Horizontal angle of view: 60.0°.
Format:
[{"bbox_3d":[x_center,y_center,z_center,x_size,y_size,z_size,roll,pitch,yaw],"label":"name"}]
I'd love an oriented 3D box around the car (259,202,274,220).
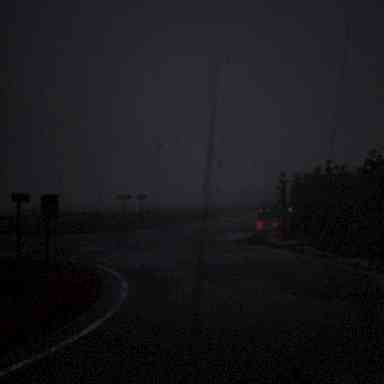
[{"bbox_3d":[8.055,1.764,32.295,2.097,1.767,4.553,0,-1,29],"label":"car"}]
